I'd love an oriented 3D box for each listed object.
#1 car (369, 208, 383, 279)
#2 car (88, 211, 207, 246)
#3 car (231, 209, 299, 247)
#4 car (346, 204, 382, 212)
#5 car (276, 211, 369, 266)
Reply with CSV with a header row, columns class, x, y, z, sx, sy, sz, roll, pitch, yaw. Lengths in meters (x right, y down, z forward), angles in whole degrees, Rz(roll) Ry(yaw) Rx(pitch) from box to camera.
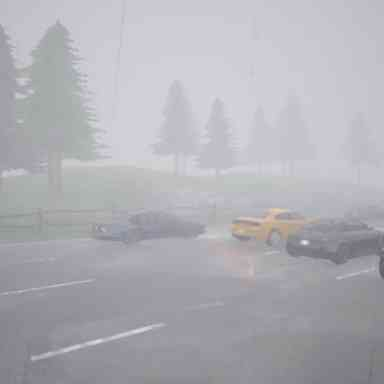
class,x,y,z,sx,sy,sz,roll,pitch,yaw
car,6.930,1.379,8.723,4.553,1.767,2.097,0,0,-35
car,-1.917,1.567,15.340,5.357,1.411,2.033,0,0,-35
car,4.045,1.510,15.254,5.008,1.535,1.882,1,0,-35
car,14.186,1.635,26.779,4.181,1.385,1.994,0,0,-35
car,5.264,1.593,11.831,4.181,1.385,1.994,0,0,-35
